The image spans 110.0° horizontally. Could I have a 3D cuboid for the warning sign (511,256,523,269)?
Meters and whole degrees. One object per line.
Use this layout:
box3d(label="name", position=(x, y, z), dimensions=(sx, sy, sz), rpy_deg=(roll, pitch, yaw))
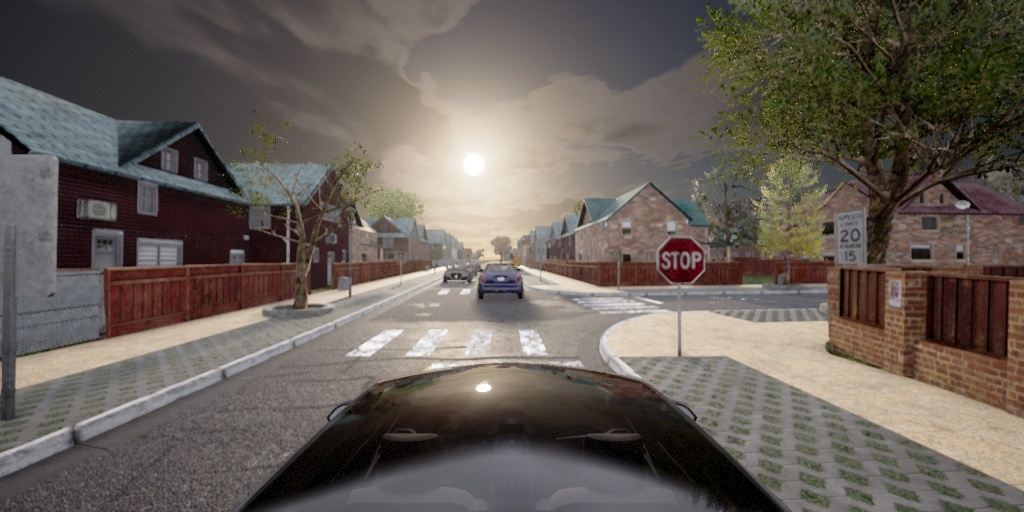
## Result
box3d(label="warning sign", position=(0.594, 0.870, 39.482), dimensions=(1.300, 1.860, 1.060), rpy_deg=(0, 0, -3))

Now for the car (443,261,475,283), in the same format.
box3d(label="car", position=(-4.084, 1.290, 27.649), dimensions=(1.994, 1.385, 4.181), rpy_deg=(0, 0, -3))

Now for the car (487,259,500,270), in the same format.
box3d(label="car", position=(-2.855, 1.301, 56.092), dimensions=(1.882, 1.535, 5.008), rpy_deg=(0, 0, -2))

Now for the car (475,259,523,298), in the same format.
box3d(label="car", position=(-0.617, 1.077, 18.328), dimensions=(2.097, 1.767, 4.553), rpy_deg=(0, 0, -3))
